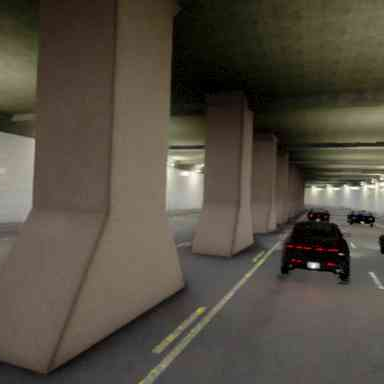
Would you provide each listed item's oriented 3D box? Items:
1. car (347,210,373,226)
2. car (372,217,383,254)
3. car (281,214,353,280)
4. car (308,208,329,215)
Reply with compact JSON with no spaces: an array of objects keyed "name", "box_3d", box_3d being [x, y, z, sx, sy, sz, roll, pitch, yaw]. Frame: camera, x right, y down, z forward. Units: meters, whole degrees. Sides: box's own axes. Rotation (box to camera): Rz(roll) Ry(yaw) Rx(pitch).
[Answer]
[{"name":"car","box_3d":[15.278,2.331,30.280,1.895,1.301,4.718,2,0,21]},{"name":"car","box_3d":[8.364,1.925,12.389,2.033,1.411,5.357,2,0,21]},{"name":"car","box_3d":[4.065,1.715,10.968,1.837,1.490,4.892,2,0,21]},{"name":"car","box_3d":[12.016,2.217,31.546,1.895,1.301,4.718,2,0,21]}]
